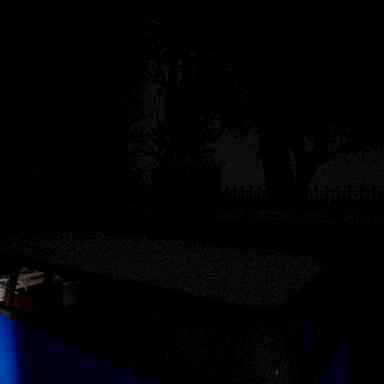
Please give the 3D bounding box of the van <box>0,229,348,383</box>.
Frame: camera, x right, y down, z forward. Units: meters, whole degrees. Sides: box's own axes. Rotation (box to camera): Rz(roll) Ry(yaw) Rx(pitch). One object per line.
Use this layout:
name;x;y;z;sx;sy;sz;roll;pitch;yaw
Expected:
van;-0.649;1.341;3.174;3.998;1.788;1.690;0;0;35
